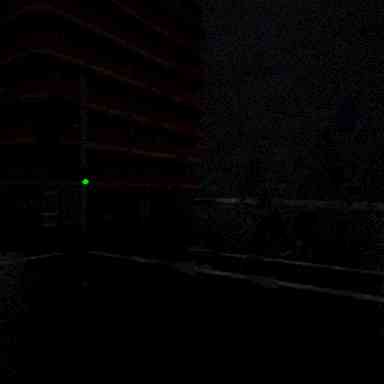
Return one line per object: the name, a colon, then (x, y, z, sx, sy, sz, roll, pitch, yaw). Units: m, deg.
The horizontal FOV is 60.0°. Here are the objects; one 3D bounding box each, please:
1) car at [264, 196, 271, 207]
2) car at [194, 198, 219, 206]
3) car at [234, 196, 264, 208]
car: (10.514, 1.447, 53.026, 2.097, 1.767, 4.553, 0, 0, -28)
car: (2.375, 1.722, 58.766, 4.718, 1.301, 1.895, 0, 0, 44)
car: (8.194, 1.616, 50.199, 1.812, 1.442, 4.674, 0, 0, -28)
